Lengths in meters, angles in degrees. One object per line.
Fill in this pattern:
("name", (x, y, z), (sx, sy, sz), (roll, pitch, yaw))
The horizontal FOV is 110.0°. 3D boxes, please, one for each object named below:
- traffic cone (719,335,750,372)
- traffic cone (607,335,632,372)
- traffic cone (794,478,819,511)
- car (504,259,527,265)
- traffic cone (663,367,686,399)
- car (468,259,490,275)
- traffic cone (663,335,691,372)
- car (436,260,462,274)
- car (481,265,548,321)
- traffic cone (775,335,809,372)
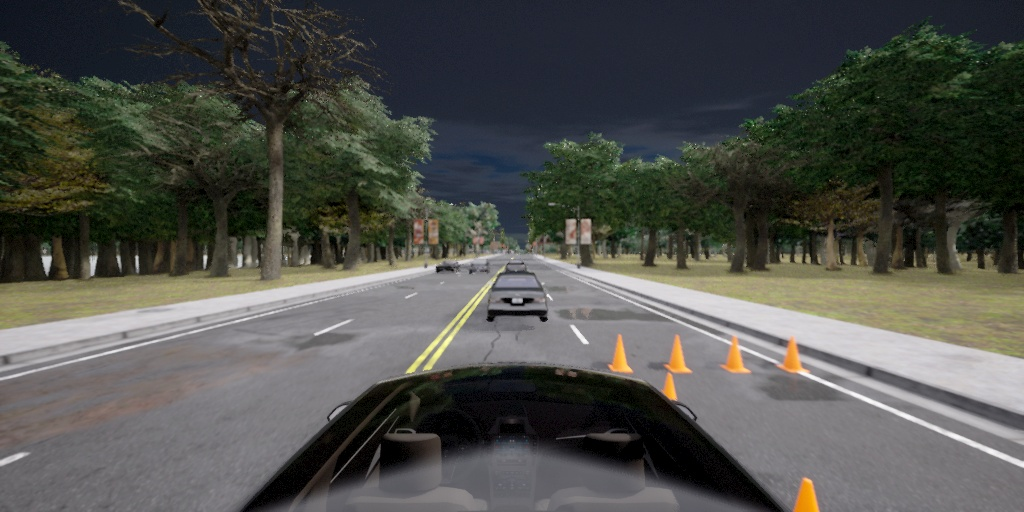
("traffic cone", (3.880, 1.678, 6.256), (0.340, 0.580, 0.340), (0, 0, 0))
("traffic cone", (1.880, 1.674, 6.266), (0.340, 0.580, 0.340), (0, 0, 0))
("traffic cone", (1.862, 1.704, 2.265), (0.340, 0.580, 0.340), (0, 0, 0))
("car", (0.355, 0.994, 32.709), (2.128, 1.511, 4.902), (0, 1, 1))
("traffic cone", (1.871, 1.690, 4.265), (0.340, 0.580, 0.340), (0, 0, 0))
("car", (-3.065, 1.003, 34.989), (1.812, 1.442, 4.674), (0, 0, 1))
("traffic cone", (2.880, 1.676, 6.261), (0.340, 0.580, 0.340), (0, 0, 0))
("car", (-6.306, 1.066, 35.902), (1.895, 1.301, 4.718), (0, 1, 1))
("car", (0.161, 1.219, 12.115), (2.033, 1.411, 5.357), (0, 0, 0))
("traffic cone", (4.880, 1.679, 6.252), (0.340, 0.580, 0.340), (0, 0, 0))
